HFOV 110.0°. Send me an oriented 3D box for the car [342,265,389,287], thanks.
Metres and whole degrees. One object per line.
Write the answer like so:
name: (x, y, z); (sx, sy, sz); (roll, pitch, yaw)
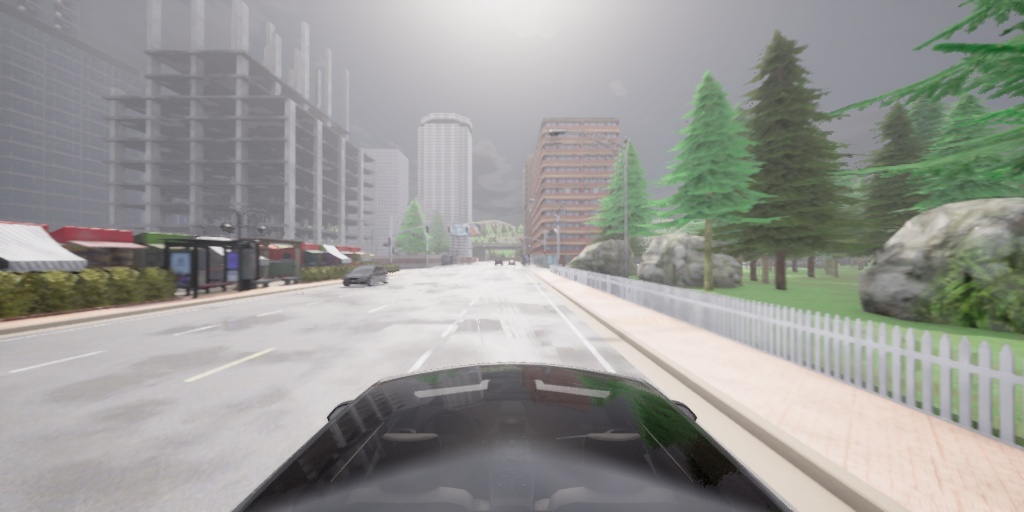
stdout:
car: (-10.508, 1.407, 26.090); (1.837, 1.490, 4.892); (0, 0, 0)
